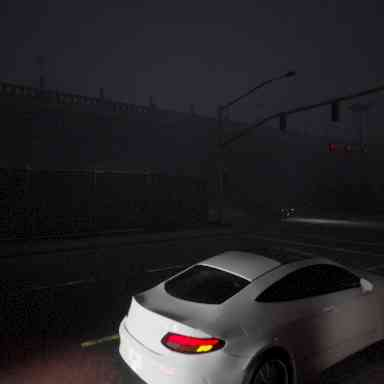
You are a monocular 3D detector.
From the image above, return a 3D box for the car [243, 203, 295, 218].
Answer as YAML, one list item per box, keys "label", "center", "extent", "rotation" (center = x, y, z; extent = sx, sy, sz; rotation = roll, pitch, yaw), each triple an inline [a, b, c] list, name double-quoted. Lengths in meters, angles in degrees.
- label: "car"
  center: [7.023, 1.646, 30.534]
  extent: [1.895, 1.301, 4.718]
  rotation: [0, 0, -37]

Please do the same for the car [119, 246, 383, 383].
- label: "car"
  center: [1.312, 1.524, 4.720]
  extent: [4.674, 1.442, 1.812]
  rotation: [0, 0, -35]
